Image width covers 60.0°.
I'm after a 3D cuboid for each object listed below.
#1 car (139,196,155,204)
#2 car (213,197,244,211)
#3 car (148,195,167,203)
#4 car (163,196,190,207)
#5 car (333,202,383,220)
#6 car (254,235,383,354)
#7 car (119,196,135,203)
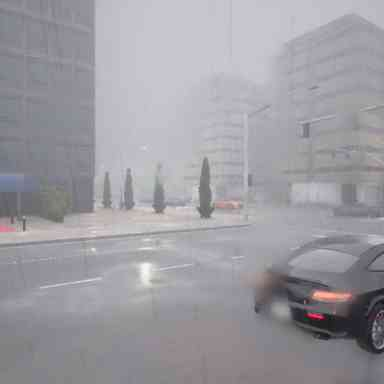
[{"bbox_3d":[-8.777,1.564,65.729,1.994,1.385,4.181,0,0,-35],"label":"car"},{"bbox_3d":[4.543,1.351,40.293,2.097,1.767,4.553,0,0,-35],"label":"car"},{"bbox_3d":[-7.333,1.503,69.704,1.837,1.490,4.892,0,0,-35],"label":"car"},{"bbox_3d":[-2.662,1.564,50.572,1.994,1.385,4.181,0,0,-35],"label":"car"},{"bbox_3d":[14.327,1.564,28.429,4.181,1.385,1.994,0,0,40],"label":"car"},{"bbox_3d":[3.158,1.526,6.073,4.674,1.442,1.812,0,0,-35],"label":"car"},{"bbox_3d":[-12.866,1.527,65.282,1.812,1.442,4.674,0,0,-35],"label":"car"}]
